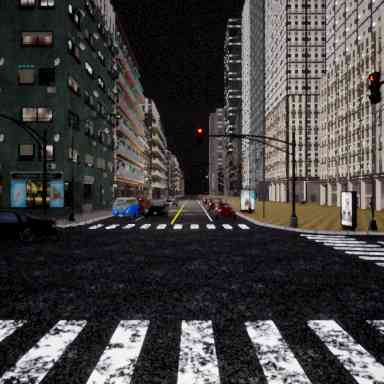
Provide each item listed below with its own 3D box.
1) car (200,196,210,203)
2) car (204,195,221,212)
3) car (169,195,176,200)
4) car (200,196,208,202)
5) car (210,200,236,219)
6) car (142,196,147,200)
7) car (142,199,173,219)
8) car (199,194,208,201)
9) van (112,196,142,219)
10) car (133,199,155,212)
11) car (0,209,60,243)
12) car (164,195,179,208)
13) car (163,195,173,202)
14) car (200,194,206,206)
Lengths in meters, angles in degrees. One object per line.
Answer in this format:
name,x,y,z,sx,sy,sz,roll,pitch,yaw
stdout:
car,2.818,1.590,72.640,1.887,1.381,4.507,0,0,0
car,2.764,1.456,39.475,1.967,1.590,4.097,0,0,0
car,-5.526,1.639,94.765,1.947,1.339,4.313,0,0,0
car,2.827,1.634,78.167,1.802,1.307,4.206,0,0,0
car,2.744,1.592,28.419,1.802,1.307,4.206,0,0,0
car,-5.626,1.327,33.962,2.192,1.841,5.009,0,0,0
car,-3.051,1.572,29.454,1.994,1.385,4.181,0,0,0
car,2.838,1.373,83.695,2.192,1.841,5.009,0,0,0
van,-5.635,1.351,28.434,1.690,1.788,3.998,0,0,0
car,-5.618,1.560,39.490,1.887,1.381,4.507,0,0,0
car,-8.827,1.506,15.037,5.357,1.411,2.033,2,0,-22
car,-3.008,1.513,49.615,2.128,1.511,4.902,0,0,0
car,-5.553,1.492,78.182,1.967,1.590,4.097,0,0,0
car,2.791,1.468,56.057,1.967,1.590,4.097,0,0,0
